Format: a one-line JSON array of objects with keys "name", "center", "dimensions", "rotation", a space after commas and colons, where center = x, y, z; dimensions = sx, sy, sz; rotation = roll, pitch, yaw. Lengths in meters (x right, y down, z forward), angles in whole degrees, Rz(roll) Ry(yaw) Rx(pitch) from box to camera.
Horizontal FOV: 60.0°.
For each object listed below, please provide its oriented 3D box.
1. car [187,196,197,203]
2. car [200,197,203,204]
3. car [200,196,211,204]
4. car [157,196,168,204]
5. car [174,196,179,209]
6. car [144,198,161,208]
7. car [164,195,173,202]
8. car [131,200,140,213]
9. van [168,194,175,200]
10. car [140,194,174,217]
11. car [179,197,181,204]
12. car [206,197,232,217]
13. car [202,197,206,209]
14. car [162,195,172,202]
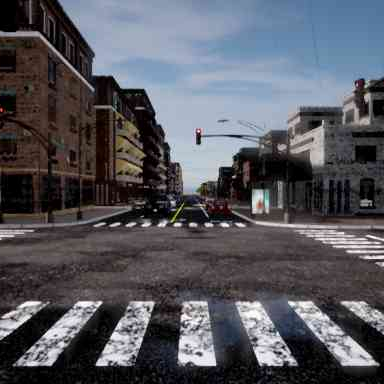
[{"name": "car", "center": [-0.026, 1.590, 70.257], "dimensions": [2.033, 1.411, 5.357], "rotation": [0, 0, 0]}, {"name": "car", "center": [2.604, 1.569, 48.894], "dimensions": [2.008, 1.369, 4.403], "rotation": [0, 0, 0]}, {"name": "car", "center": [2.577, 1.588, 65.983], "dimensions": [2.008, 1.369, 4.403], "rotation": [-1, 0, 0]}, {"name": "car", "center": [-5.804, 1.562, 65.787], "dimensions": [1.752, 1.417, 4.829], "rotation": [0, 0, 0]}, {"name": "car", "center": [-3.170, 1.541, 45.258], "dimensions": [1.812, 1.442, 4.674], "rotation": [0, 1, 0]}, {"name": "car", "center": [-5.776, 1.569, 48.867], "dimensions": [2.008, 1.369, 4.403], "rotation": [0, 0, 0]}, {"name": "car", "center": [-5.832, 1.588, 82.876], "dimensions": [1.752, 1.417, 4.829], "rotation": [-1, 0, 0]}, {"name": "car", "center": [-5.757, 1.559, 37.474], "dimensions": [2.008, 1.369, 4.403], "rotation": [0, 0, 0]}, {"name": "van", "center": [-5.853, 1.425, 94.440], "dimensions": [1.690, 1.788, 3.998], "rotation": [-1, 0, 0]}, {"name": "car", "center": [-3.150, 1.226, 31.292], "dimensions": [2.150, 2.045, 5.566], "rotation": [0, 0, 0]}, {"name": "car", "center": [-3.108, 1.564, 64.725], "dimensions": [1.812, 1.442, 4.674], "rotation": [0, 0, 0]}, {"name": "car", "center": [2.632, 1.444, 31.803], "dimensions": [1.967, 1.590, 4.097], "rotation": [0, 0, 0]}, {"name": "car", "center": [2.614, 1.595, 43.197], "dimensions": [1.802, 1.307, 4.206], "rotation": [0, 0, 0]}, {"name": "car", "center": [-5.825, 1.493, 77.350], "dimensions": [1.967, 1.590, 4.097], "rotation": [0, 0, 0]}]
